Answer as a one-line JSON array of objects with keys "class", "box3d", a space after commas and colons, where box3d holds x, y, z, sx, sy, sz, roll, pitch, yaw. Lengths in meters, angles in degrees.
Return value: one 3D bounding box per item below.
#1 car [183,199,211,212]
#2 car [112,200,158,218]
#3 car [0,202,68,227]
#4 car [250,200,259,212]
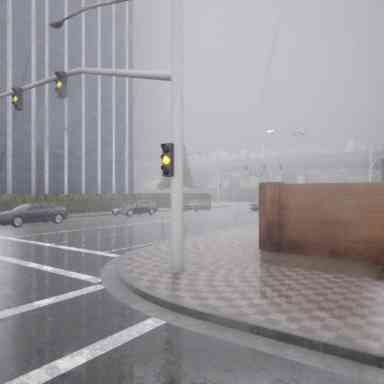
[{"class": "car", "box3d": [0.519, 1.564, 39.040, 1.994, 1.385, 4.181, 0, 0, 35]}, {"class": "car", "box3d": [-5.258, 1.491, 30.936, 2.128, 1.511, 4.902, 0, 0, 35]}, {"class": "car", "box3d": [-10.967, 1.505, 22.907, 1.837, 1.490, 4.892, 0, 0, 35]}, {"class": "car", "box3d": [8.510, 1.547, 37.893, 2.033, 1.411, 5.357, 0, 0, 35]}]
